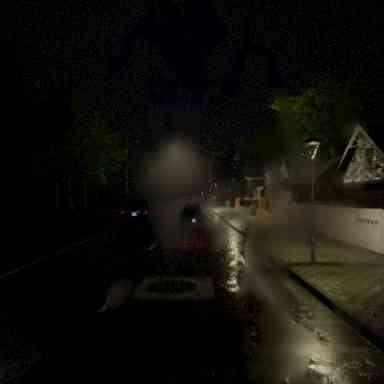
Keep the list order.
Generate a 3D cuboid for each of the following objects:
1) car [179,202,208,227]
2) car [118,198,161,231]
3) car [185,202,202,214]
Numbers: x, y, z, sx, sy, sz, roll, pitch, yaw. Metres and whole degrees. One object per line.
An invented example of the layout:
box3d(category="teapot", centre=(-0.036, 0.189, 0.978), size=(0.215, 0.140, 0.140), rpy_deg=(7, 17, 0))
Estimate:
box3d(category="car", centre=(0.124, 1.732, 25.191), size=(1.837, 1.490, 4.892), rpy_deg=(0, -1, 0))
box3d(category="car", centre=(-3.378, 1.423, 22.125), size=(2.150, 2.045, 5.566), rpy_deg=(0, 0, 0))
box3d(category="car", centre=(0.137, 1.922, 41.393), size=(1.994, 1.385, 4.181), rpy_deg=(0, 0, 0))
